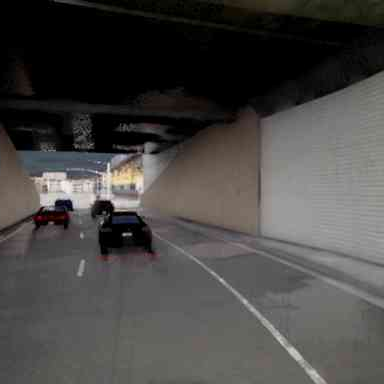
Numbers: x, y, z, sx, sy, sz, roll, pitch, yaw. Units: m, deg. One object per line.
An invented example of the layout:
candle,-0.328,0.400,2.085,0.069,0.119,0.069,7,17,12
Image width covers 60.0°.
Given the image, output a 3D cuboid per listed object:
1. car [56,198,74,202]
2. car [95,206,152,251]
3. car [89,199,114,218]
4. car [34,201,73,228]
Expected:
car,-14.316,1.353,37.212,1.882,1.535,5.008,0,0,-19
car,-2.937,1.516,14.070,1.994,1.385,4.181,0,0,-16
car,-7.859,1.405,29.143,1.837,1.490,4.892,0,0,-19
car,-9.002,1.528,21.673,1.895,1.301,4.718,0,0,-19
